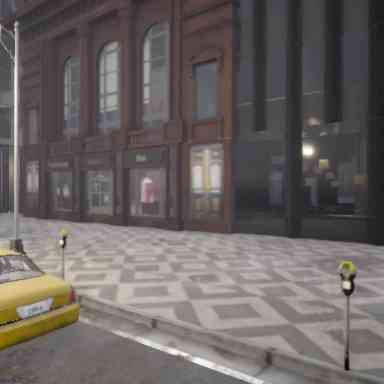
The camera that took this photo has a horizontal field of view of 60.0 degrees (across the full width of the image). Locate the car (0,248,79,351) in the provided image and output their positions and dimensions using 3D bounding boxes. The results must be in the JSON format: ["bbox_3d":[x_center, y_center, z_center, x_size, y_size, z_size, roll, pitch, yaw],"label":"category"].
[{"bbox_3d":[-3.973,1.523,5.793,4.829,1.417,1.752,0,0,35],"label":"car"}]
